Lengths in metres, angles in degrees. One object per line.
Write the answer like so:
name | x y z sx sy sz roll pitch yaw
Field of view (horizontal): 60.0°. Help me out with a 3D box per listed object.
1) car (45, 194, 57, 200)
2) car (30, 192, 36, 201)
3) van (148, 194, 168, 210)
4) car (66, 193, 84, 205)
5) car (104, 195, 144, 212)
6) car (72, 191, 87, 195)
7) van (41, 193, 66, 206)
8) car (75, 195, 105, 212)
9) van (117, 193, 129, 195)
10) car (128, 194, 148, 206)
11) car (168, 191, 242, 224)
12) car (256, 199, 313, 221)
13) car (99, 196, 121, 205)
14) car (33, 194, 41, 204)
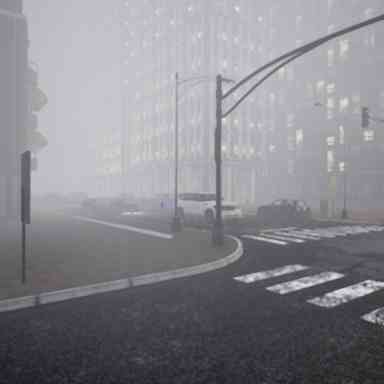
car | -35.792 1.280 84.486 1.802 1.307 4.206 0 0 -35
car | -29.553 0.988 61.210 2.192 1.841 5.009 0 0 -35
van | -3.109 1.095 38.416 1.690 1.788 3.998 0 0 -35
car | -18.577 1.249 50.383 2.033 1.411 5.357 0 0 -35
car | -6.975 1.289 33.859 1.994 1.385 4.181 0 0 -35
car | -19.559 0.932 56.957 2.150 2.045 5.566 0 0 -35
van | -19.748 1.031 47.388 1.690 1.788 3.998 0 0 -35
car | -9.945 1.262 33.567 2.008 1.369 4.403 0 0 -35
van | -9.645 1.080 47.630 1.690 1.788 3.998 0 0 -35
car | -6.378 1.297 43.022 2.008 1.369 4.403 0 0 -35
car | 0.911 0.968 22.741 2.150 2.045 5.566 0 0 -35
car | 6.696 1.219 24.594 1.967 1.590 4.097 0 0 -35
car | -12.915 1.298 52.236 1.947 1.339 4.313 0 0 -35
car | -23.018 1.266 51.995 1.802 1.307 4.206 0 0 -35
